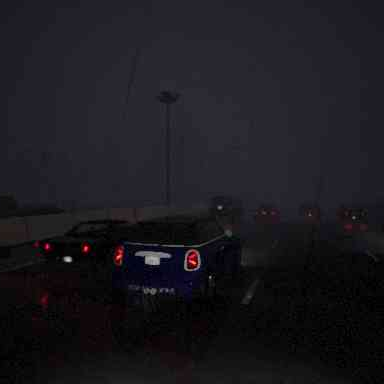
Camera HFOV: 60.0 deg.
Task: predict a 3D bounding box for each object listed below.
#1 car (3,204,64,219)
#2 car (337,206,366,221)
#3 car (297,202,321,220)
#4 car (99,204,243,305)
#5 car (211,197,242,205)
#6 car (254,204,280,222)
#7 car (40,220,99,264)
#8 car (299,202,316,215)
[{"bbox_3d":[-10.583,1.545,22.116,2.128,1.511,4.902,0,-1,18],"label":"car"},{"bbox_3d":[14.289,1.879,30.004,1.895,1.301,4.718,0,-1,18],"label":"car"},{"bbox_3d":[10.928,1.777,30.982,1.837,1.490,4.892,0,-1,18],"label":"car"},{"bbox_3d":[-0.101,1.358,8.458,2.097,1.767,4.553,0,0,18],"label":"car"},{"bbox_3d":[3.098,1.426,29.523,2.150,2.045,5.566,0,-1,18],"label":"car"},{"bbox_3d":[6.571,1.764,28.915,2.033,1.411,5.357,0,-1,18],"label":"car"},{"bbox_3d":[-2.798,1.611,11.475,1.895,1.301,4.718,0,0,18],"label":"car"},{"bbox_3d":[14.205,1.973,41.020,1.812,1.442,4.674,0,-1,19],"label":"car"}]
